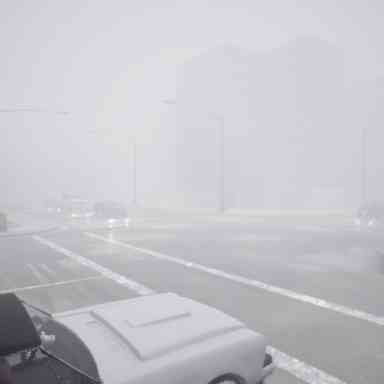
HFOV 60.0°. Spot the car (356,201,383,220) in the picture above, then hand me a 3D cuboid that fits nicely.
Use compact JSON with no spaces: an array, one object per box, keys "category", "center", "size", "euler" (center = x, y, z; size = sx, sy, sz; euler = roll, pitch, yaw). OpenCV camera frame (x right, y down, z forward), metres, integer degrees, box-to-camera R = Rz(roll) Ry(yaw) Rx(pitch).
[{"category":"car","center":[16.586,1.602,29.804],"size":[4.902,1.511,2.128],"euler":[1,-1,-38]}]

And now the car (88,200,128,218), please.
[{"category":"car","center":[-7.600,1.504,30.546],"size":[1.837,1.490,4.892],"euler":[0,0,-36]}]

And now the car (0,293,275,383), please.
[{"category":"car","center":[-1.521,1.601,2.711],"size":[4.718,1.301,1.895],"euler":[0,0,-35]}]

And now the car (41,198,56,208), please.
[{"category":"car","center":[-20.142,1.563,47.569],"size":[1.994,1.385,4.181],"euler":[0,0,-37]}]

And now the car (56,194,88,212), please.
[{"category":"car","center":[-13.811,1.221,38.978],"size":[2.150,2.045,5.566],"euler":[0,0,-36]}]
